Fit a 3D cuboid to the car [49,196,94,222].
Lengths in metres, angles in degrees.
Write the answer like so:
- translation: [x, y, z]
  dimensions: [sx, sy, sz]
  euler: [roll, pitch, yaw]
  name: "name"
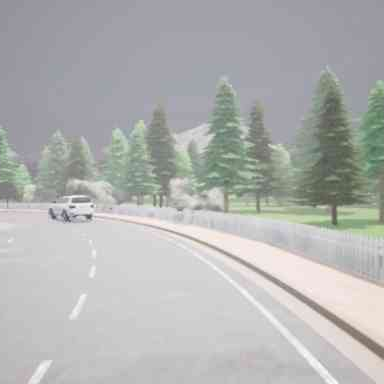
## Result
- translation: [-10.346, 1.358, 28.395]
  dimensions: [2.150, 2.045, 5.566]
  euler: [0, -1, -40]
  name: "car"
